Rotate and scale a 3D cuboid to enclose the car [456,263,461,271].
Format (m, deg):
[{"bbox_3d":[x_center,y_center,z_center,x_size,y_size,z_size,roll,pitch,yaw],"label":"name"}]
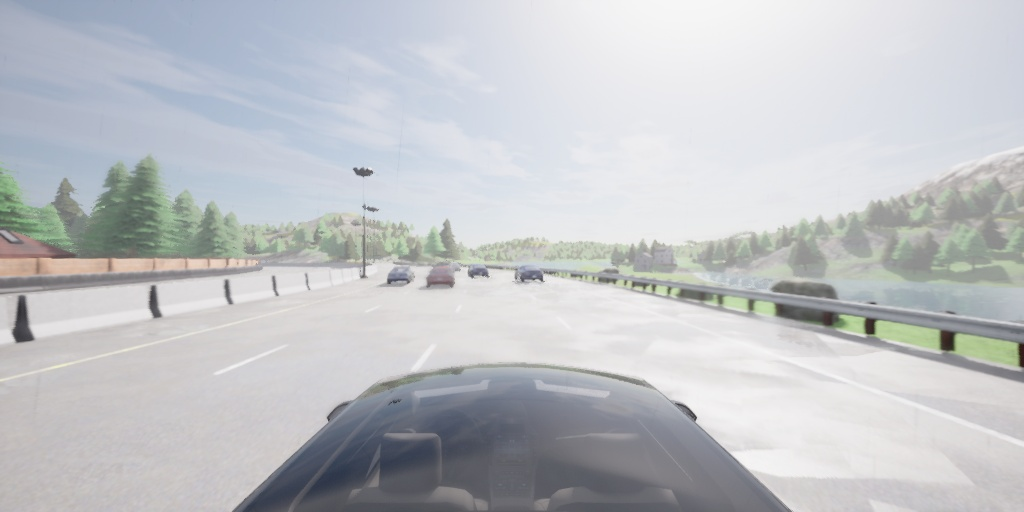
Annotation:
[{"bbox_3d":[-9.968,1.795,60.552,1.812,1.442,4.674,0,0,-20],"label":"car"}]

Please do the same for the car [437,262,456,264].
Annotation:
[{"bbox_3d":[-7.952,1.464,41.068,2.097,1.767,4.553,-1,0,-13],"label":"car"}]

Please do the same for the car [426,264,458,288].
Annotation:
[{"bbox_3d":[-5.220,1.547,26.673,1.994,1.385,4.181,-1,0,-8],"label":"car"}]

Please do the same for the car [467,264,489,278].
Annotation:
[{"bbox_3d":[-3.662,1.570,38.377,1.812,1.442,4.674,0,0,-13],"label":"car"}]

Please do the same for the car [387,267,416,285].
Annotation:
[{"bbox_3d":[-9.316,1.603,30.362,2.033,1.411,5.357,-1,0,-10],"label":"car"}]

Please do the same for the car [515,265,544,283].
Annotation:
[{"bbox_3d":[1.407,1.455,30.288,1.812,1.442,4.674,0,0,-9],"label":"car"}]
